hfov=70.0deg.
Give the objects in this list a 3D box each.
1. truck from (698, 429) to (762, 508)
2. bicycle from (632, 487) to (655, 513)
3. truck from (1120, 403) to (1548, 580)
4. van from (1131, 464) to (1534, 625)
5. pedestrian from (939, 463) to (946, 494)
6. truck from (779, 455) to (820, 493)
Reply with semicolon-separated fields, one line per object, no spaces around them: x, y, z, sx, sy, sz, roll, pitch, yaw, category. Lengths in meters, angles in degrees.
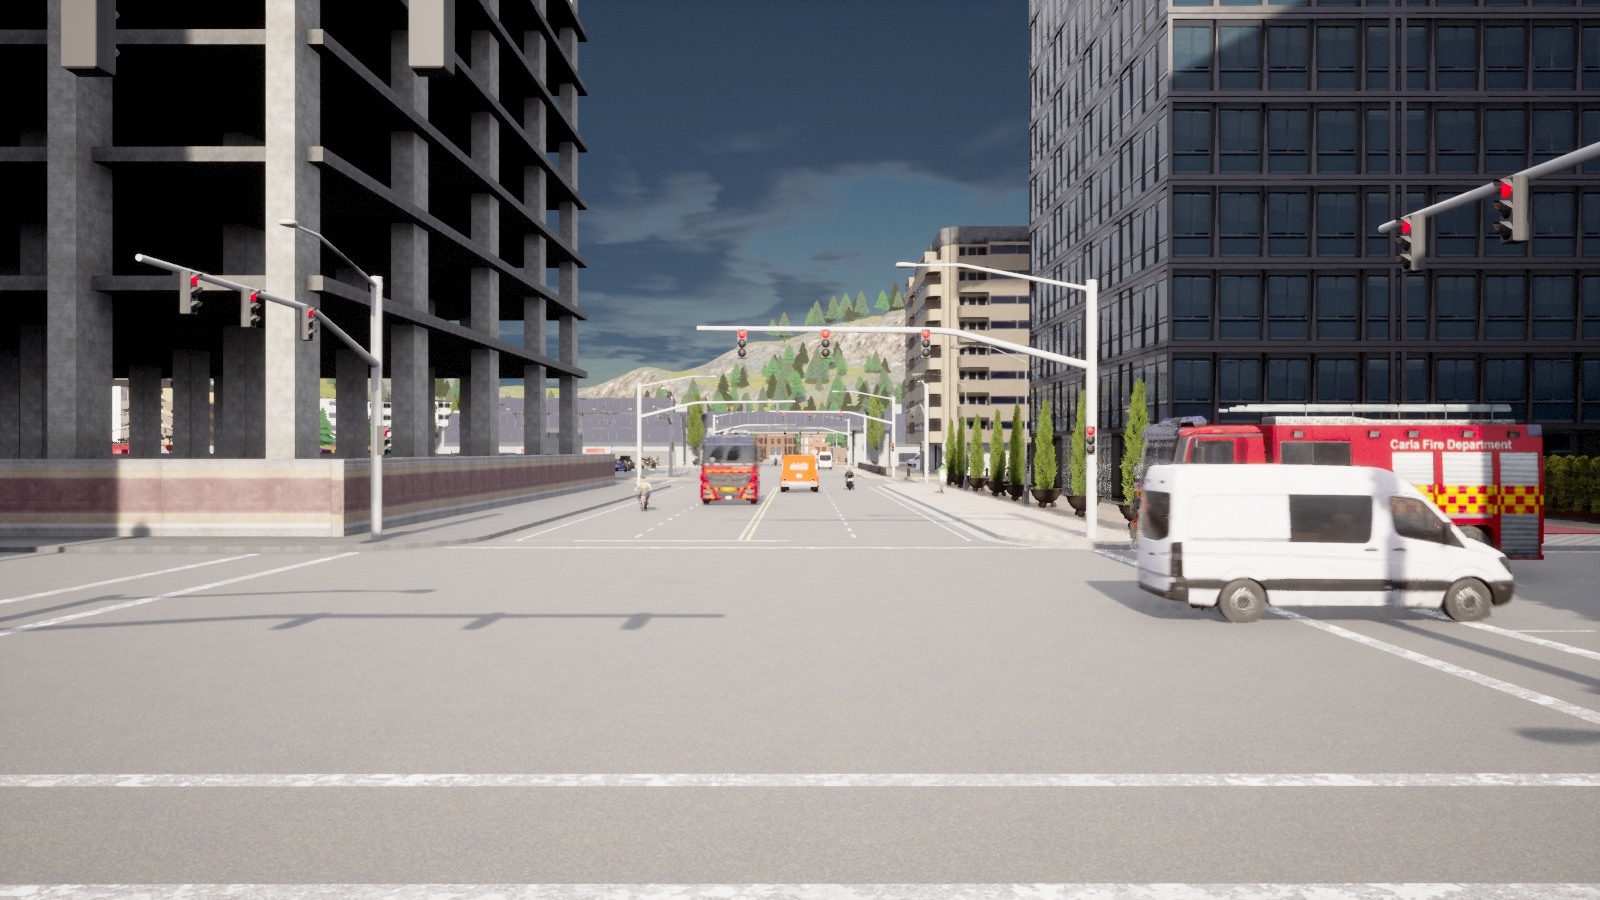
-3.541;0.887;59.664;2.891;3.827;8.468;0;0;-1;truck
-7.027;2.230;51.352;0.859;1.126;1.487;0;0;0;bicycle
11.970;0.889;26.163;8.468;3.827;2.891;0;0;-1;truck
8.858;1.533;19.363;5.915;2.561;1.988;0;0;-1;van
8.599;1.693;68.917;0.375;1.860;0.375;0;0;-1;pedestrian
-0.023;1.564;76.782;2.627;2.467;5.204;0;0;0;truck
